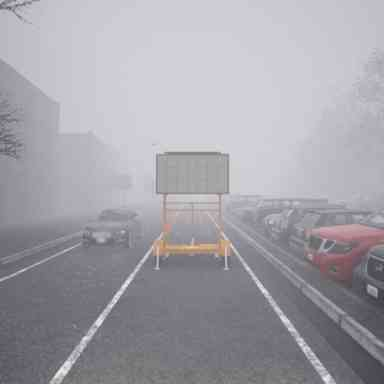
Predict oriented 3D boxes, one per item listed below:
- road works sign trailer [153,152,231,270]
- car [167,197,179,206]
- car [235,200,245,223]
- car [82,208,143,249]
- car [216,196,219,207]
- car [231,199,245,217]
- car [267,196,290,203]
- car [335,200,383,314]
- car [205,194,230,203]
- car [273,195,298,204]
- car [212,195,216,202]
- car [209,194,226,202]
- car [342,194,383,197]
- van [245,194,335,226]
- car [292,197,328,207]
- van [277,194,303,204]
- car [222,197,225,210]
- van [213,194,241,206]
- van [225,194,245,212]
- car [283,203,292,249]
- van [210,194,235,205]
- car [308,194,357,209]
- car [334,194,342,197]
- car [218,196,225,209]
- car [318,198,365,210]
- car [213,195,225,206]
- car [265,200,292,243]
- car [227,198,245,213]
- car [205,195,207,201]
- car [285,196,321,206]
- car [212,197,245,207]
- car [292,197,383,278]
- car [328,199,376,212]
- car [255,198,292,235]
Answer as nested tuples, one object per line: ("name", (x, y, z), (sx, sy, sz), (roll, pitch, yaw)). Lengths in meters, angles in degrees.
("road works sign trailer", (0.016, 0.473, 11.049), (2.380, 3.560, 2.880), (0, 0, 1))
("car", (-3.214, 1.600, 55.780), (1.812, 1.442, 4.674), (0, 0, 0))
("car", (5.692, 1.487, 22.145), (5.008, 1.535, 2.097), (0, 0, 0))
("car", (-3.318, 1.501, 14.628), (2.128, 1.511, 4.902), (0, 0, 0))
("car", (5.706, 1.493, 38.961), (5.008, 1.535, 2.097), (0, 0, 0))
("car", (5.670, 1.518, 24.948), (4.792, 1.488, 2.163), (0, 0, 0))
("car", (18.838, 1.657, 72.574), (4.674, 1.452, 2.002), (0, 0, 0))
("car", (5.654, 1.232, 5.325), (5.566, 2.045, 2.435), (0, 0, 0))
("car", (5.792, 1.387, 75.404), (5.566, 2.045, 2.435), (0, 0, 0))
("car", (18.792, 1.459, 67.006), (4.553, 1.767, 2.185), (0, 0, 0))
("car", (5.714, 1.513, 47.367), (4.892, 1.521, 2.231), (0, 0, 0))
("car", (5.750, 1.270, 50.175), (5.566, 2.045, 2.435), (0, 0, 0))
("car", (18.758, 1.241, 33.712), (5.566, 2.045, 2.435), (0, 0, 0))
("van", (5.578, 1.261, 19.342), (4.442, 1.987, 1.878), (0, 0, 0))
("car", (18.798, 1.533, 53.082), (5.008, 1.535, 2.097), (0, 0, 0))
("van", (18.934, 1.346, 64.226), (4.442, 1.987, 1.878), (0, 0, 0))
("car", (5.736, 1.520, 33.358), (4.792, 1.488, 2.163), (0, 0, 0))
("van", (5.843, 1.315, 55.782), (4.442, 1.987, 1.878), (0, 0, 0))
("van", (5.588, 1.264, 30.555), (4.442, 1.987, 1.878), (0, 0, 0))
("car", (5.656, 1.359, 10.932), (4.553, 1.767, 2.185), (0, 0, 0))
("van", (5.617, 1.335, 61.389), (4.442, 1.987, 1.878), (0, 0, 0))
("car", (18.768, 1.254, 44.729), (5.566, 2.045, 2.435), (0, 0, 0))
("car", (18.760, 1.241, 36.374), (5.566, 2.045, 2.435), (0, 0, 0))
("car", (5.895, 1.489, 36.161), (5.366, 1.575, 1.946), (0, 0, 0))
("car", (18.788, 1.500, 41.942), (5.008, 1.535, 2.097), (0, 0, 0))
("car", (5.687, 1.534, 44.569), (4.792, 1.488, 2.163), (0, 0, 0))
("car", (5.659, 1.360, 13.735), (4.553, 1.767, 2.185), (0, 0, 0))
("car", (5.673, 1.519, 27.751), (4.792, 1.488, 2.163), (0, 0, 0))
("car", (5.772, 1.333, 66.994), (5.566, 2.045, 2.435), (0, 0, 0))
("car", (18.621, 1.540, 55.868), (5.366, 1.575, 1.946), (0, 0, 0))
("car", (5.718, 1.531, 52.978), (5.008, 1.535, 2.097), (0, 0, 0))
("car", (5.657, 1.232, 8.129), (5.566, 2.045, 2.435), (0, 0, 0))
("car", (18.789, 1.535, 39.281), (4.674, 1.452, 2.002), (0, 0, 0))
("car", (5.724, 1.360, 16.538), (4.553, 1.767, 2.185), (0, 0, 0))
